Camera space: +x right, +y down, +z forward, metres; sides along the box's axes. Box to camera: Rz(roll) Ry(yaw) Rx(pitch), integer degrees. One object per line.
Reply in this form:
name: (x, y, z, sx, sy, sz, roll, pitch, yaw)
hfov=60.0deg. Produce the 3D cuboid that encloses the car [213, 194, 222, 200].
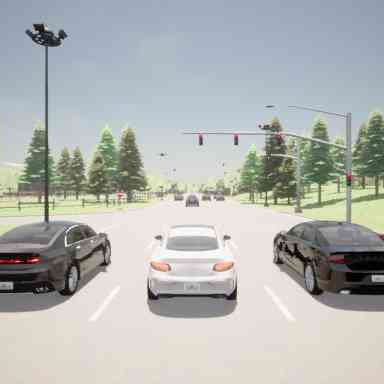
car: (7.112, 1.385, 93.179, 1.994, 1.385, 4.181, 0, 0, 0)

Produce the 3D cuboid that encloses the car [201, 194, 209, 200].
car: (3.612, 1.372, 93.183, 2.033, 1.411, 5.357, 0, 0, 0)

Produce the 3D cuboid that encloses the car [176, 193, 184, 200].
car: (-3.388, 1.188, 93.162, 2.097, 1.767, 4.553, 0, 0, 0)

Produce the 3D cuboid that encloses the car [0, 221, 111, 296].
car: (-3.479, 1.505, 8.646, 1.837, 1.490, 4.892, 0, 0, 0)

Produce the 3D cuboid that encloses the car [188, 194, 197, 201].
car: (0.100, 1.348, 83.154, 2.097, 1.767, 4.553, 0, 0, 0)

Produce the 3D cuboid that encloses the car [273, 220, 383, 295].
car: (3.522, 1.478, 8.743, 1.882, 1.535, 5.008, 0, 0, 0)

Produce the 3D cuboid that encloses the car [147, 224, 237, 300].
car: (0.016, 1.526, 8.252, 1.812, 1.442, 4.674, 0, 0, 0)

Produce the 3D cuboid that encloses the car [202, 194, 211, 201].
car: (3.600, 1.348, 83.150, 2.097, 1.767, 4.553, 0, 0, 0)

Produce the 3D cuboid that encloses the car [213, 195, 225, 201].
car: (7.100, 1.517, 82.759, 2.128, 1.511, 4.902, 0, 0, 0)

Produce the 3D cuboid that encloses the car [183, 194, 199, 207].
car: (0.063, 1.352, 52.125, 2.097, 1.767, 4.553, 0, 0, 0)

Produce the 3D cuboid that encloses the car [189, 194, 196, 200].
car: (0.112, 1.332, 93.188, 1.837, 1.490, 4.892, 0, 0, 0)

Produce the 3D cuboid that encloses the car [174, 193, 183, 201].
car: (-3.400, 1.544, 83.155, 1.994, 1.385, 4.181, 0, 0, 0)
